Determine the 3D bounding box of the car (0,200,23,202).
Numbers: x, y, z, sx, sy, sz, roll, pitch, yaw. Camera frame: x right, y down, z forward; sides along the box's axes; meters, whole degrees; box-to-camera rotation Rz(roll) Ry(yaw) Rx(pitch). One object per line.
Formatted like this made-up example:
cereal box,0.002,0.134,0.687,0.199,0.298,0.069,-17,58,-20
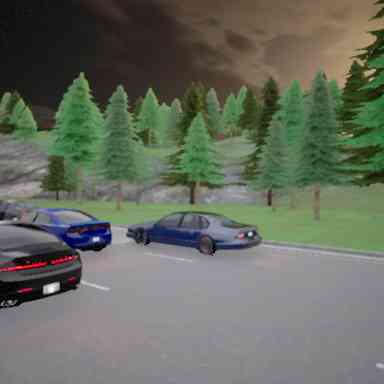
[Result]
car,-11.107,1.195,20.461,5.357,1.411,2.033,1,1,35

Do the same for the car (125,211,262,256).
car,-0.091,1.424,12.653,5.357,1.411,2.033,1,1,35

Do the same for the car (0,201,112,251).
car,-5.015,1.294,11.860,5.008,1.535,1.882,1,1,36

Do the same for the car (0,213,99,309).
car,-4.366,1.375,7.101,4.892,1.490,1.837,1,0,36
